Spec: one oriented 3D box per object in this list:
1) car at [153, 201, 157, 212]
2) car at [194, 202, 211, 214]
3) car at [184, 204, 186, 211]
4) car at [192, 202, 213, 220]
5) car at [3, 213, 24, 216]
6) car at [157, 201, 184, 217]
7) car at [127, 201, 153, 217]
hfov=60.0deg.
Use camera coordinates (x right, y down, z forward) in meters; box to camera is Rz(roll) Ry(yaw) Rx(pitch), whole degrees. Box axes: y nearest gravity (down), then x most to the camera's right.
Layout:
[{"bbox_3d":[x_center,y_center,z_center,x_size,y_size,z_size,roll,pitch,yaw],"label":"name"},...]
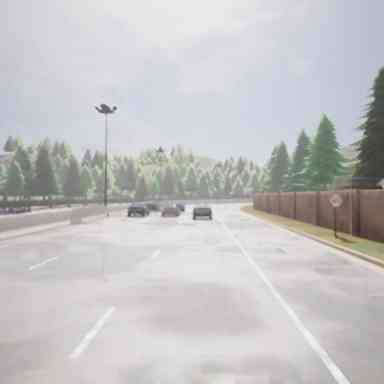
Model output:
[{"bbox_3d":[-5.532,2.051,47.356,1.837,1.490,4.892,0,-1,3],"label":"car"},{"bbox_3d":[1.346,2.056,43.506,2.033,1.411,5.357,0,-1,2],"label":"car"},{"bbox_3d":[-1.986,2.084,48.048,1.812,1.442,4.674,0,-1,3],"label":"car"},{"bbox_3d":[1.033,1.877,32.961,2.128,1.511,4.902,0,-1,2],"label":"car"},{"bbox_3d":[-13.399,1.839,24.704,1.994,1.385,4.181,0,-1,2],"label":"car"},{"bbox_3d":[-2.353,1.983,37.528,2.033,1.411,5.357,0,-1,2],"label":"car"},{"bbox_3d":[-5.875,1.930,36.937,1.837,1.490,4.892,0,-1,2],"label":"car"}]
